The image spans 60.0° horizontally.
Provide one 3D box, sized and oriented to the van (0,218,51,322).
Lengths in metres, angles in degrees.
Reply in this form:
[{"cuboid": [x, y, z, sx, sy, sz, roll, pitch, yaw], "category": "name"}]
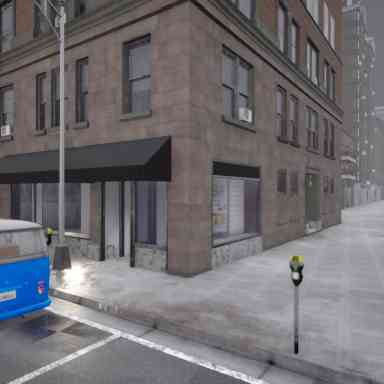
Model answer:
[{"cuboid": [-4.313, 1.340, 6.099, 3.998, 1.788, 1.690, 0, 0, 35], "category": "van"}]
